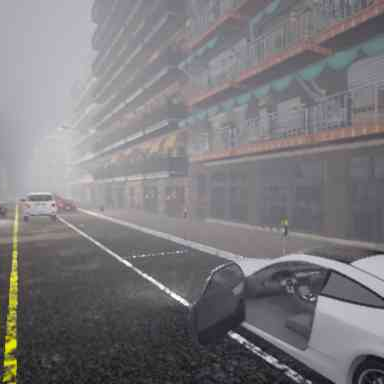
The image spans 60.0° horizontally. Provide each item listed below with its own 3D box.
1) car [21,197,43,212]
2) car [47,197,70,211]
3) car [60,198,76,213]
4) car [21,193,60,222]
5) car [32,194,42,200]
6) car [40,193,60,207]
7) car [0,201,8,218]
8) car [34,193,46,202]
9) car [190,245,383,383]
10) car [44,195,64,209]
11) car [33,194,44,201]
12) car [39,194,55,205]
[{"bbox_3d":[-17.972,1.330,37.281,2.033,1.411,5.357,-1,1,-27],"label":"car"},{"bbox_3d":[-15.047,1.303,37.426,1.887,1.381,4.507,-1,1,-28],"label":"car"},{"bbox_3d":[-12.425,1.327,32.443,1.887,1.381,4.507,-1,1,-28],"label":"car"},{"bbox_3d":[-11.652,1.065,25.313,2.150,2.045,5.566,-1,1,-27],"label":"car"},{"bbox_3d":[-36.101,1.106,77.437,1.752,1.417,4.829,-1,1,-28],"label":"car"},{"bbox_3d":[-20.293,1.026,47.388,2.192,1.841,5.009,-1,1,-28],"label":"car"},{"bbox_3d":[-16.629,1.456,28.066,1.895,1.301,4.718,-1,1,-27],"label":"car"},{"bbox_3d":[-30.778,1.061,67.320,1.967,1.590,4.097,-1,1,-28],"label":"car"},{"bbox_3d":[1.894,1.463,4.507,1.812,1.442,4.674,-1,1,-28],"label":"car"},{"bbox_3d":[-17.669,1.174,42.407,1.967,1.590,4.097,-1,1,-28],"label":"car"},{"bbox_3d":[-33.399,1.166,72.304,1.947,1.339,4.313,-1,1,-28],"label":"car"},{"bbox_3d":[-22.913,1.127,52.373,1.967,1.590,4.097,-1,1,-28],"label":"car"}]
